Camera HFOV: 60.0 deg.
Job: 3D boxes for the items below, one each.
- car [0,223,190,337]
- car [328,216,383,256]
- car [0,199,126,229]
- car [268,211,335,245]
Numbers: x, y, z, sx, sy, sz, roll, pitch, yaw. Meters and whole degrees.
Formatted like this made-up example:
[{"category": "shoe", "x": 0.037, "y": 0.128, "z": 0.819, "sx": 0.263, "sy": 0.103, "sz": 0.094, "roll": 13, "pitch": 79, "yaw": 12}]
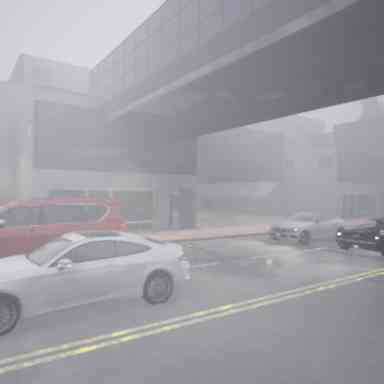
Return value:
[{"category": "car", "x": -2.213, "y": 1.539, "z": 6.702, "sx": 4.674, "sy": 1.442, "sz": 1.812, "roll": 1, "pitch": 0, "yaw": -35}, {"category": "car", "x": 7.980, "y": 1.759, "z": 13.743, "sx": 4.718, "sy": 1.301, "sz": 1.895, "roll": 1, "pitch": 0, "yaw": -35}, {"category": "car", "x": -4.538, "y": 1.225, "z": 9.346, "sx": 5.566, "sy": 2.045, "sz": 2.150, "roll": 1, "pitch": 0, "yaw": -35}, {"category": "car", "x": 5.850, "y": 1.677, "z": 16.496, "sx": 4.674, "sy": 1.442, "sz": 1.812, "roll": 1, "pitch": 0, "yaw": -34}]
